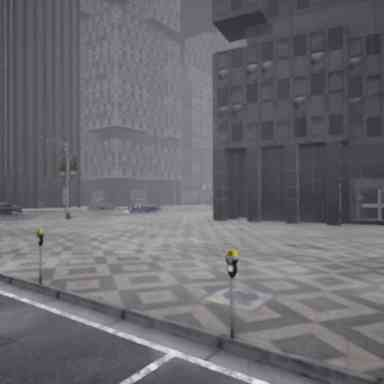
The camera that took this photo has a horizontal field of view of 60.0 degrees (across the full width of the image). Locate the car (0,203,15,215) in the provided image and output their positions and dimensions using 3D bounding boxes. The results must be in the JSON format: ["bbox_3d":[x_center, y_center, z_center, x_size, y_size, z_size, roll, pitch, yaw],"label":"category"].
[{"bbox_3d":[-23.988,2.061,39.794,1.812,1.442,4.674,0,-1,36],"label":"car"}]

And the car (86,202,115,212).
[{"bbox_3d":[-14.578,2.332,52.878,2.128,1.511,4.902,0,-1,36],"label":"car"}]

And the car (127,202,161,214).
[{"bbox_3d":[-6.463,2.140,47.146,2.097,1.767,4.553,0,-1,36],"label":"car"}]

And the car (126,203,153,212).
[{"bbox_3d":[-8.735,2.492,55.420,1.994,1.385,4.181,0,-1,36],"label":"car"}]

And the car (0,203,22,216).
[{"bbox_3d":[-21.725,2.010,37.374,1.837,1.490,4.892,0,-1,36],"label":"car"}]
